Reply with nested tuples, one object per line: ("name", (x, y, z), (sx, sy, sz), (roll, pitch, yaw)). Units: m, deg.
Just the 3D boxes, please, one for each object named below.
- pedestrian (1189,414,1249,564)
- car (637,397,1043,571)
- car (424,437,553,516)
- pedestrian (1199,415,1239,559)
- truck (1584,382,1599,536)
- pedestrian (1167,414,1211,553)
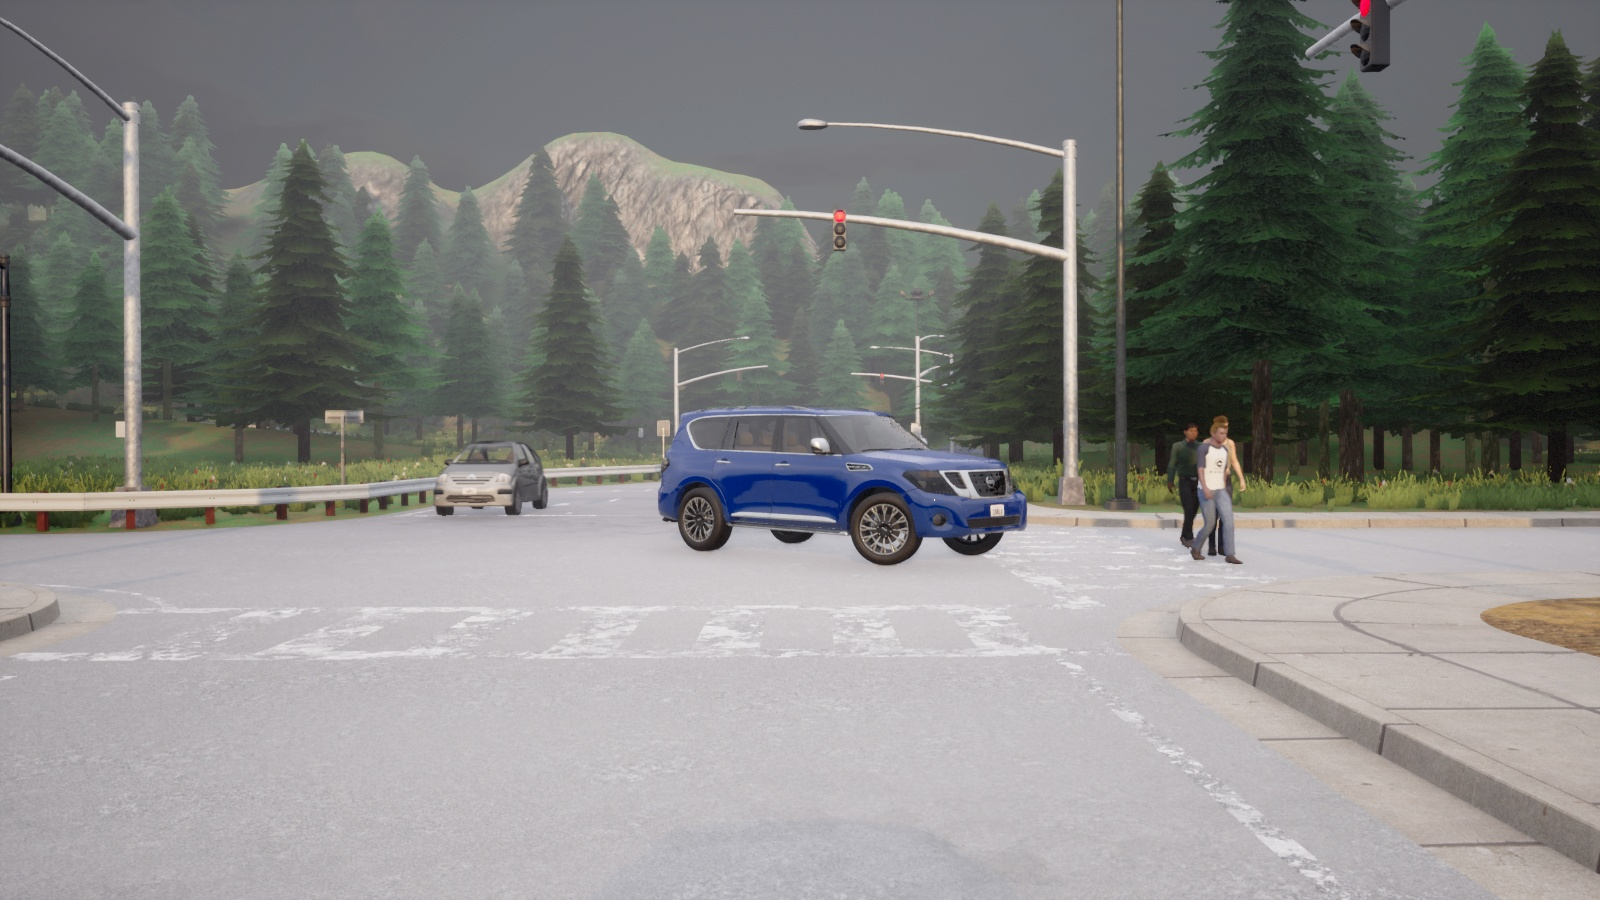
("pedestrian", (5.260, 0.474, 15.774), (0.354, 1.836, 0.706), (0, 0, -19))
("car", (0.378, 0.397, 17.443), (5.566, 2.045, 2.150), (0, 0, 42))
("car", (-6.834, 0.539, 27.935), (1.851, 1.617, 3.988), (0, 0, 0))
("pedestrian", (5.454, 0.473, 16.375), (0.345, 1.836, 0.594), (0, 0, 3))
("truck", (15.398, 0.143, 19.160), (5.204, 2.467, 2.627), (0, 0, 1))
("pedestrian", (5.550, 0.466, 17.937), (0.423, 1.949, 0.788), (0, 0, 3))
